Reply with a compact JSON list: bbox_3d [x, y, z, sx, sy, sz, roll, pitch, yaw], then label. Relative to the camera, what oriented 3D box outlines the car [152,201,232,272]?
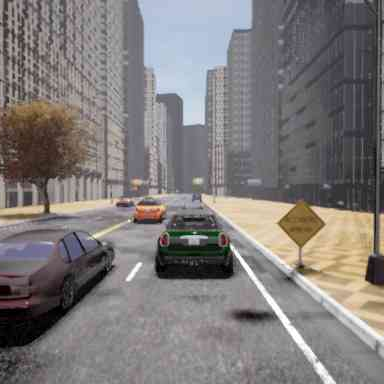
[{"bbox_3d":[0.068,1.346,10.974,2.097,1.767,4.553,0,0,0],"label":"car"}]

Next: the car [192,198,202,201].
[{"bbox_3d":[0.067,1.482,26.383,2.128,1.511,4.902,0,0,0],"label":"car"}]

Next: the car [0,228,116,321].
[{"bbox_3d":[-3.206,1.544,7.594,2.033,1.411,5.357,0,0,0],"label":"car"}]

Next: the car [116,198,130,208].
[{"bbox_3d":[-9.839,1.581,48.766,1.895,1.301,4.718,0,0,0],"label":"car"}]

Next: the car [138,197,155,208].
[{"bbox_3d":[-6.587,1.483,49.035,1.837,1.490,4.892,0,0,0],"label":"car"}]

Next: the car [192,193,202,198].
[{"bbox_3d":[1.121,1.195,74.809,2.150,2.045,5.566,0,0,0],"label":"car"}]

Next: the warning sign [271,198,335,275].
[{"bbox_3d":[2.863,1.112,8.755,1.300,1.860,1.060,1,1,0],"label":"warning sign"}]

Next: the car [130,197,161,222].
[{"bbox_3d":[-3.186,1.340,25.967,2.097,1.767,4.553,0,0,0],"label":"car"}]
